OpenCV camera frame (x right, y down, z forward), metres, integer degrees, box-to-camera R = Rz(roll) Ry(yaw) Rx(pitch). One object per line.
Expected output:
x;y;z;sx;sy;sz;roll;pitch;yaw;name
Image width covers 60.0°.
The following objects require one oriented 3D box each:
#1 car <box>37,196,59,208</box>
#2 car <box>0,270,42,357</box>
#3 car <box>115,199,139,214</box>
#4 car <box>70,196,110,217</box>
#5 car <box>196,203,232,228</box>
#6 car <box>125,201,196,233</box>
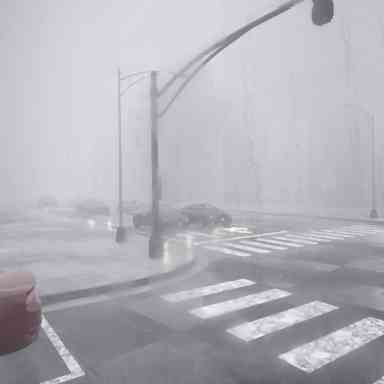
-19.022;1.248;43.739;2.033;1.411;5.357;-1;1;-35;car
-4.144;1.545;3.702;4.507;1.381;1.887;0;-1;-36;car
-5.383;1.369;30.156;1.994;1.385;4.181;-1;1;-35;car
-8.869;1.318;29.439;1.882;1.535;5.008;-1;1;-35;car
0.676;1.454;21.665;1.994;1.385;4.181;-1;1;-36;car
-1.990;1.463;19.807;1.812;1.442;4.674;-1;1;-35;car
